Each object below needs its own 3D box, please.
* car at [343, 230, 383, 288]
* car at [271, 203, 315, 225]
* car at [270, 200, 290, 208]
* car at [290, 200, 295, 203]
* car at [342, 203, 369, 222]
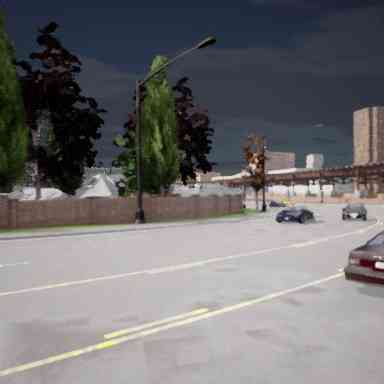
[{"bbox_3d":[5.906,1.616,8.666,5.357,1.411,2.033,0,-1,-41],"label":"car"},{"bbox_3d":[8.332,1.822,26.598,1.994,1.385,4.181,0,-1,37],"label":"car"},{"bbox_3d":[17.054,2.452,66.305,1.812,1.442,4.674,-1,-1,-10],"label":"car"},{"bbox_3d":[19.920,2.365,69.703,1.882,1.535,5.008,-1,-1,-12],"label":"car"},{"bbox_3d":[14.563,1.784,29.622,2.128,1.511,4.902,-1,-1,29],"label":"car"}]
